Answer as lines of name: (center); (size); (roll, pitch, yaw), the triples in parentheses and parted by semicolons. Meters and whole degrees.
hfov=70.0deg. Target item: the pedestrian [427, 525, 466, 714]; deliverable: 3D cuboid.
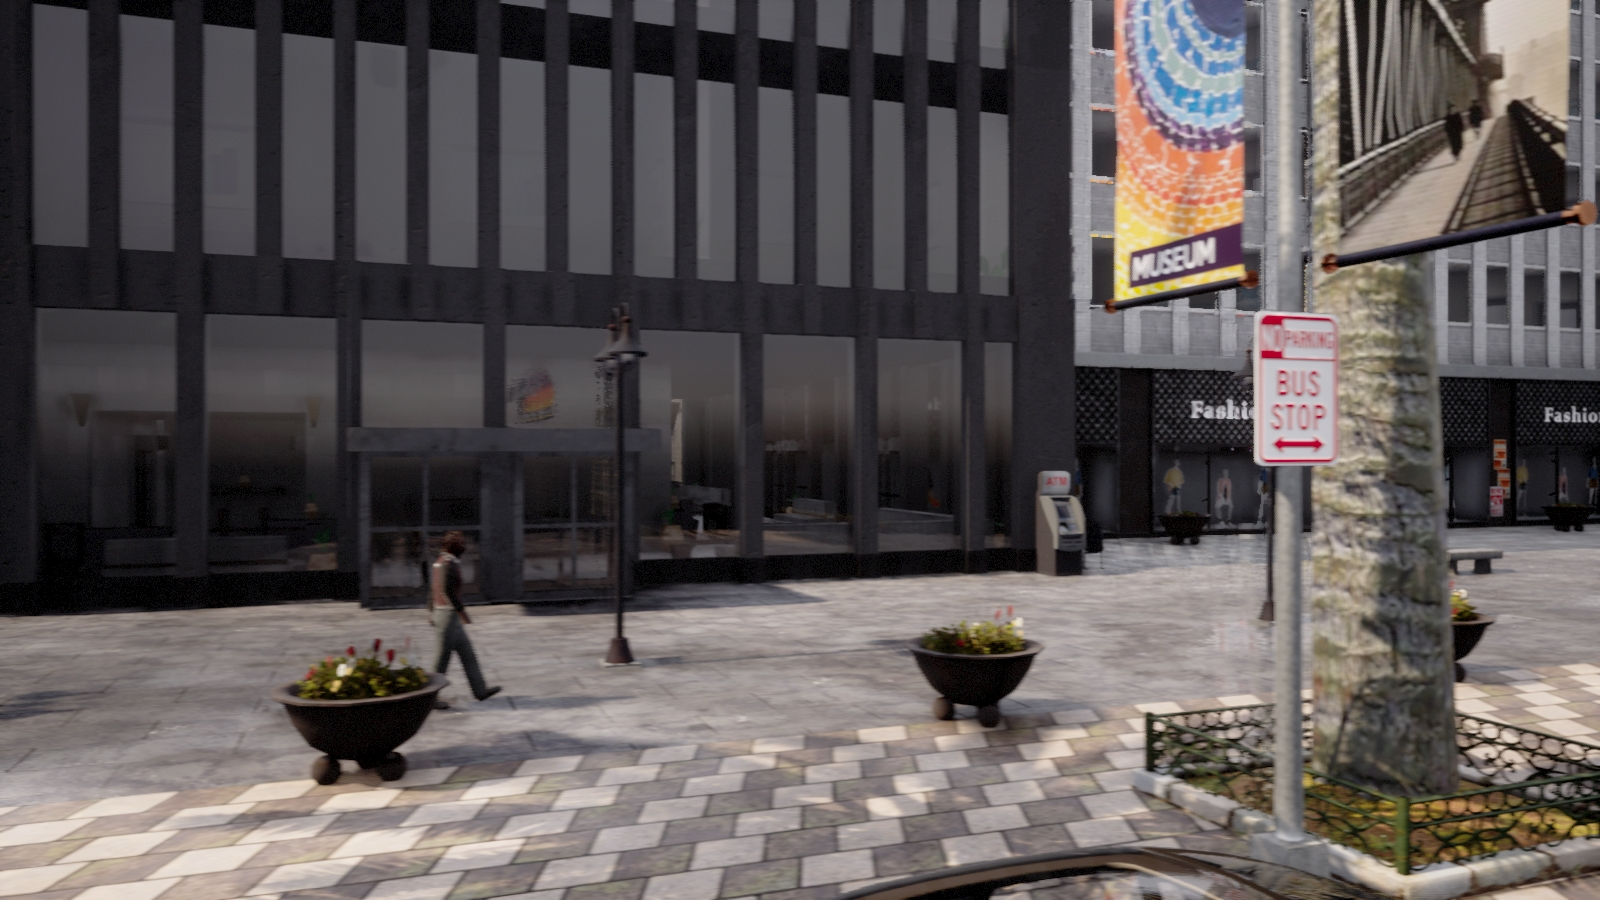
pedestrian: (-3.601, 1.704, 11.633); (0.375, 1.860, 0.375); (0, 0, -18)
